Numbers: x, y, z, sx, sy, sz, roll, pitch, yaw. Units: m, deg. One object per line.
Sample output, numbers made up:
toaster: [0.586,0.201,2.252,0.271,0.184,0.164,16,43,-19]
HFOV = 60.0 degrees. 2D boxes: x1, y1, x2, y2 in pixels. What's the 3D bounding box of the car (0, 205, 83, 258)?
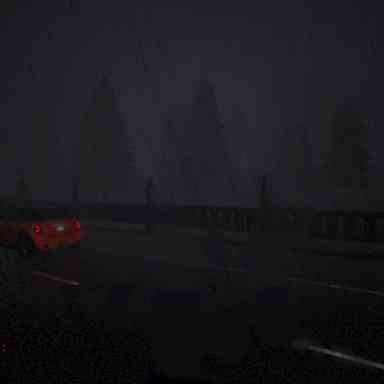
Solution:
car: [-6.295,1.278,12.763,4.553,1.767,2.097,0,0,35]
